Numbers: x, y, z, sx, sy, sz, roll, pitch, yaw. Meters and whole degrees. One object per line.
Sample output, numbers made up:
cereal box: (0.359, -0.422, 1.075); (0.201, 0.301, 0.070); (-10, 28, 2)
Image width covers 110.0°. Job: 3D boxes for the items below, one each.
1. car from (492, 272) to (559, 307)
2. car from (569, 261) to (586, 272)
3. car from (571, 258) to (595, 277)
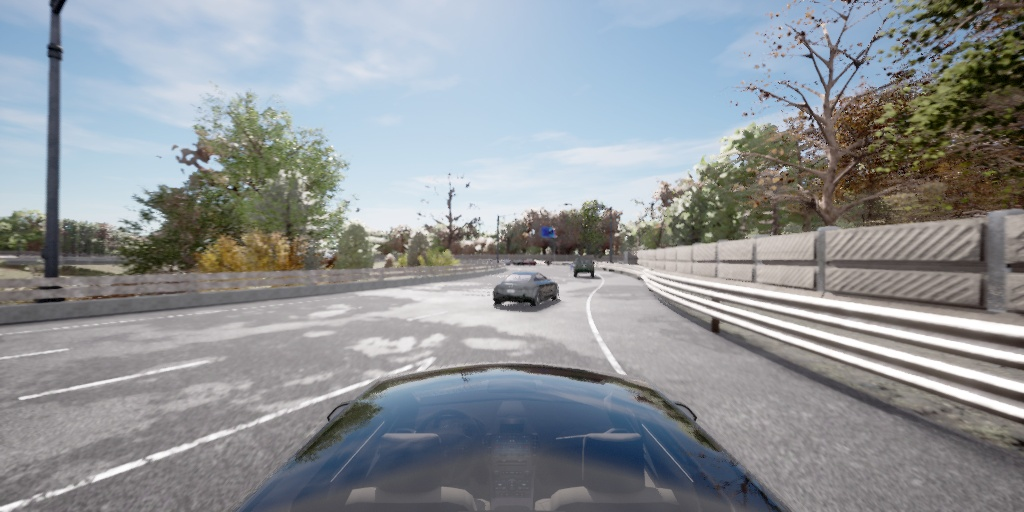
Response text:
car: (0.734, 1.405, 16.324); (1.994, 1.385, 4.181); (0, 0, 23)
car: (9.875, 1.616, 54.313); (1.882, 1.535, 5.008); (0, 0, 3)
car: (8.011, 1.254, 40.046); (2.150, 2.045, 5.566); (0, -1, 10)
